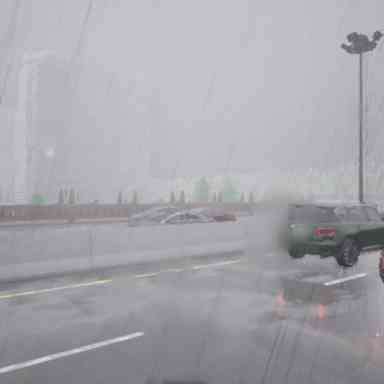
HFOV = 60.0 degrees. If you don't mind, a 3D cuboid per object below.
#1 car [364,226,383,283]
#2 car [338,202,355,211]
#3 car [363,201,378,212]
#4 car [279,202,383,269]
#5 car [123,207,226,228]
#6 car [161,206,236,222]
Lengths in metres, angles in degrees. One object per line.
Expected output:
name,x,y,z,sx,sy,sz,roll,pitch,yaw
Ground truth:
car,6.541,1.664,8.506,4.674,1.442,1.812,1,-1,-36
car,25.264,2.336,54.306,2.033,1.411,5.357,0,-1,30
car,27.818,2.251,51.842,1.882,1.535,5.008,0,-1,30
car,5.558,1.398,12.126,5.566,2.045,2.150,1,-1,-36
car,-1.013,1.679,16.275,4.902,1.511,2.128,1,-1,-36
car,0.696,1.742,21.892,5.008,1.535,1.882,1,-1,-37
